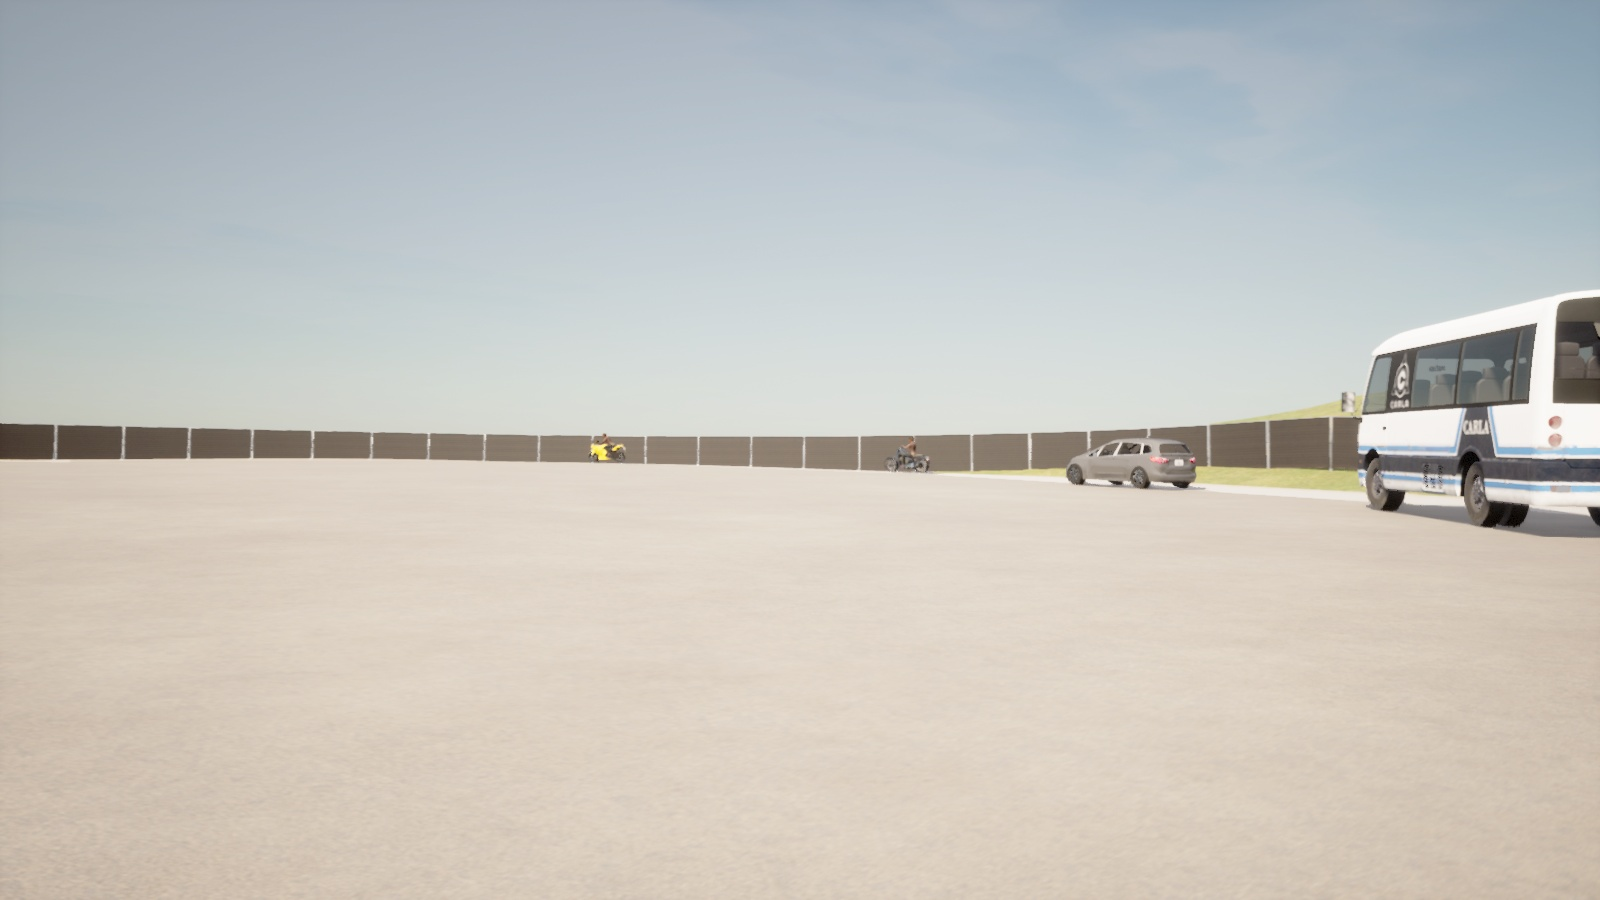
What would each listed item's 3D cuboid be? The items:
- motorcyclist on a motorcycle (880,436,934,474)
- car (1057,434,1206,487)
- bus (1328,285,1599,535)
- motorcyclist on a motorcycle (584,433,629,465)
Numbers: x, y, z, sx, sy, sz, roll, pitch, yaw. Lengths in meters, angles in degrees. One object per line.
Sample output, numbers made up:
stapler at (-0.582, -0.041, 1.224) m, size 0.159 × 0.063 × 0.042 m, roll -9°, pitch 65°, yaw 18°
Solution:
motorcyclist on a motorcycle at (4.733, 0.209, 55.532) m, size 2.350 × 1.649 × 0.766 m, roll 1°, pitch 0°, yaw 39°
car at (11.177, 0.309, 42.692) m, size 2.242 × 1.667 × 4.611 m, roll 0°, pitch 1°, yaw -31°
bus at (14.724, -0.713, 26.449) m, size 3.944 × 4.253 × 10.273 m, roll 1°, pitch 0°, yaw 7°
motorcyclist on a motorcycle at (-9.630, -0.050, 62.563) m, size 2.044 × 1.523 × 0.797 m, roll 1°, pitch 0°, yaw 15°
